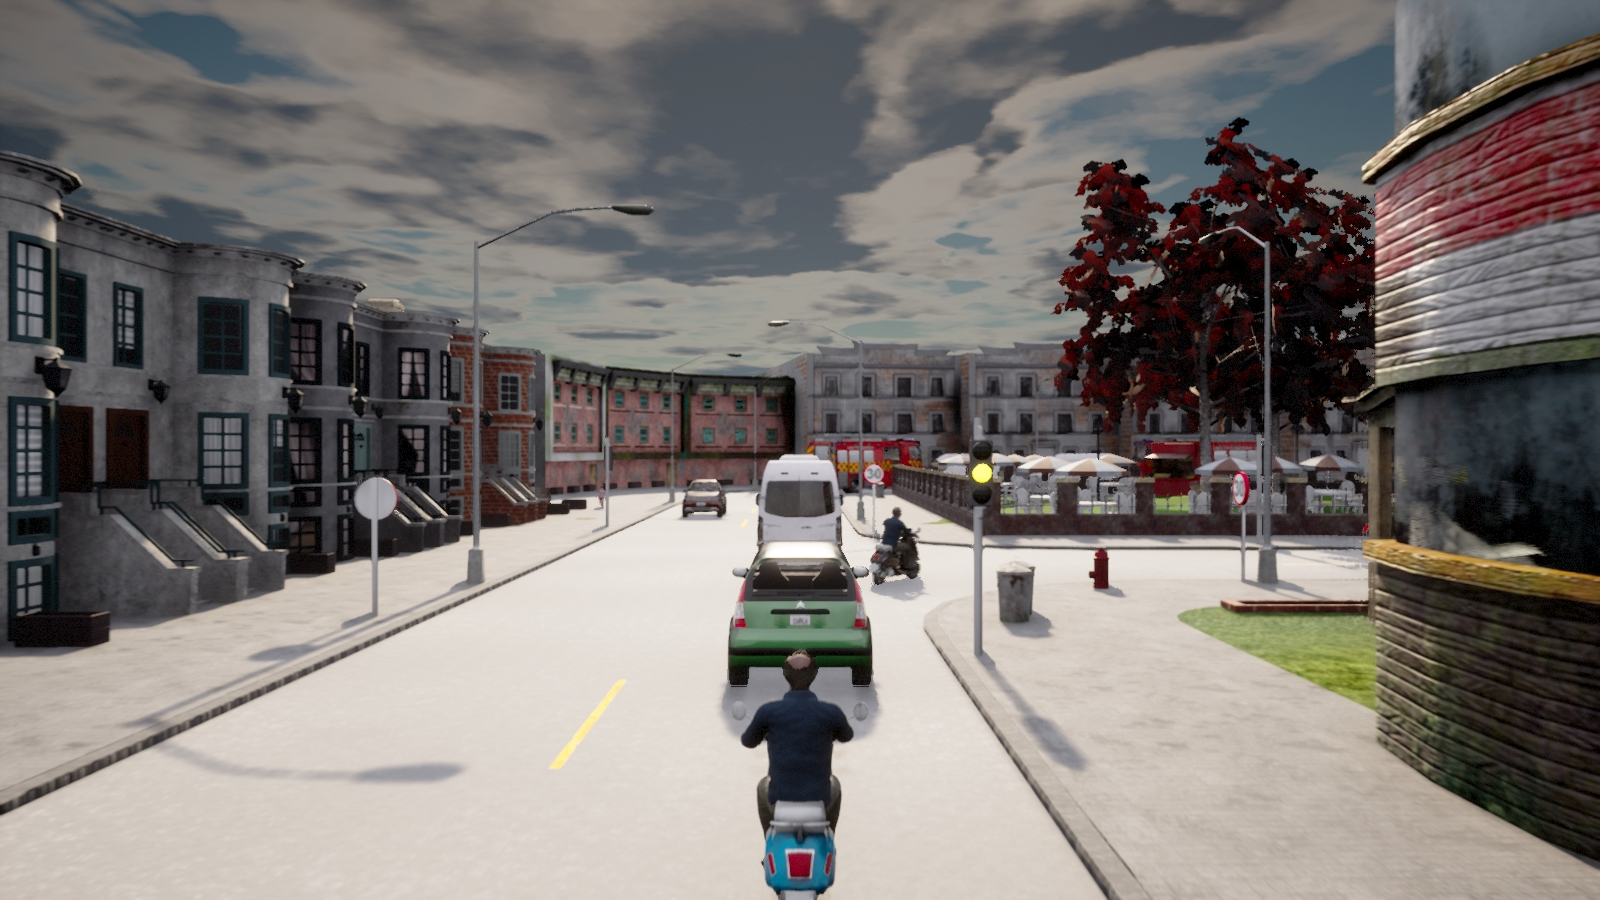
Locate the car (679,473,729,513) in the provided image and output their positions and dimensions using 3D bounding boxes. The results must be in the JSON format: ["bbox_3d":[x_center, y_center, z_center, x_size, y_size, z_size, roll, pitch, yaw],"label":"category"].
[{"bbox_3d":[-4.019,1.789,48.362,1.789,1.549,3.705,0,0,0],"label":"car"}]

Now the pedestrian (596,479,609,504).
[{"bbox_3d":[-9.028,1.887,52.189,0.500,1.100,0.500,0,0,0],"label":"pedestrian"}]

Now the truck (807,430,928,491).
[{"bbox_3d":[4.509,0.646,74.920,8.468,3.827,2.891,0,0,-43],"label":"truck"}]

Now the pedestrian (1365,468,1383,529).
[{"bbox_3d":[17.696,1.503,35.225,0.375,1.860,0.375,0,0,-1],"label":"pedestrian"}]

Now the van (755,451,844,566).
[{"bbox_3d":[-0.012,1.304,28.560,1.988,2.561,5.915,0,0,0],"label":"van"}]

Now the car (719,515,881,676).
[{"bbox_3d":[-0.003,1.773,15.018,1.851,1.617,3.988,0,0,0],"label":"car"}]
